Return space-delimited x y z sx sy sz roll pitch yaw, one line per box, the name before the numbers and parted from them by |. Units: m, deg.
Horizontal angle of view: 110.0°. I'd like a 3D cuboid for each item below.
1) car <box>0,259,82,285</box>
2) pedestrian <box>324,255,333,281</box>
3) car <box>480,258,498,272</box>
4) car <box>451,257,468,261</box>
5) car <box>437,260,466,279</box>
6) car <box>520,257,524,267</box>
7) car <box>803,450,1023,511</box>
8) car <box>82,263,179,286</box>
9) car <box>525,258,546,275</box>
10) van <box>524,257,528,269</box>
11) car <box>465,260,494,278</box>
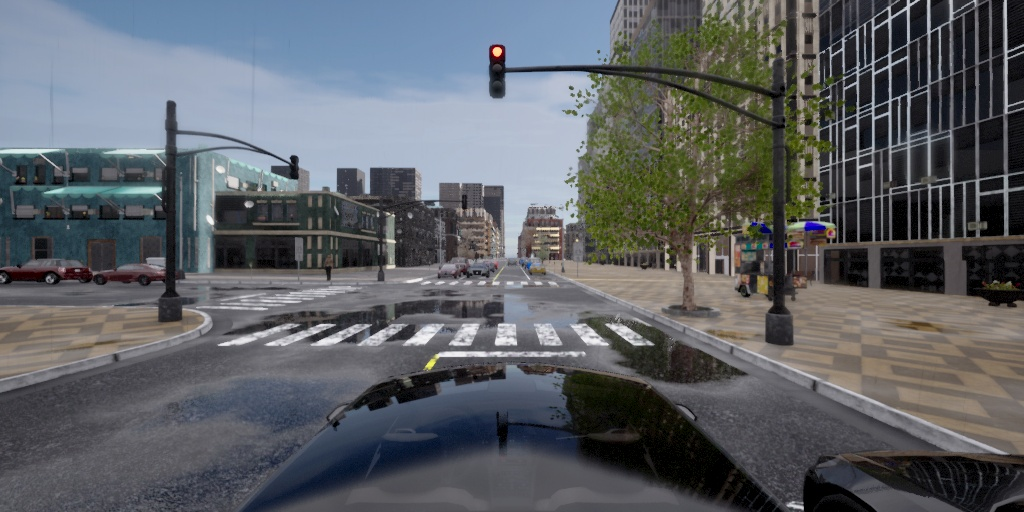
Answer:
car | -28.363 0.879 21.751 4.097 1.591 1.967 0 0 -1
pedestrian | -12.742 0.788 24.916 0.375 1.860 0.375 0 -1 -1
car | -3.086 1.317 43.782 1.994 1.385 4.181 0 0 0
car | -5.679 1.067 38.460 2.192 1.841 5.009 0 0 0
car | -5.680 1.334 32.909 1.802 1.307 4.207 0 0 0
car | 2.706 1.305 55.113 2.007 1.370 4.403 0 0 0
car | 2.691 1.316 0.431 1.948 1.339 4.313 0 0 0
car | -22.815 1.090 21.828 4.207 1.307 1.802 0 0 -1
car | 2.702 1.278 38.630 1.751 1.417 4.829 0 0 0
van | 2.703 1.094 44.011 1.690 1.789 3.998 0 0 0
car | -3.089 1.316 33.733 1.994 1.385 4.181 0 0 0
